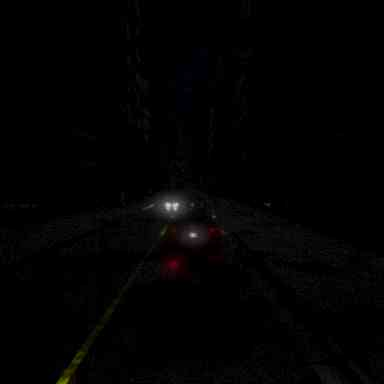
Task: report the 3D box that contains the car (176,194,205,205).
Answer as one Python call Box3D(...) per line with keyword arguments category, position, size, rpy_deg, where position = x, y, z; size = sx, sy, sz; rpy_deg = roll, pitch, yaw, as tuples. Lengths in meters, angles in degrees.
Box3D(category="car", position=(0.053, 1.055, 28.121), size=(2.097, 1.767, 4.553), rpy_deg=(0, 1, 1))

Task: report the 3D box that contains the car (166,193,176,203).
Box3D(category="car", position=(-3.032, 0.938, 51.711), size=(2.128, 1.511, 4.902), rpy_deg=(0, 1, 1))

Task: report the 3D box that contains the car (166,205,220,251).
Box3D(category="car", position=(0.052, 1.420, 13.367), size=(1.994, 1.385, 4.181), rpy_deg=(0, 1, 0))
